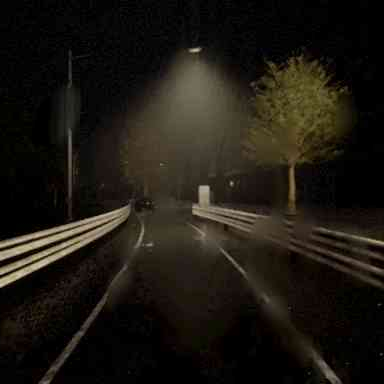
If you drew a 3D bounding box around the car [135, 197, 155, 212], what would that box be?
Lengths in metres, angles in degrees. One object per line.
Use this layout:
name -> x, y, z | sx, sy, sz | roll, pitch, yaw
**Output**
car -> -6.635, 1.652, 46.492 | 2.150, 2.045, 5.566 | 0, 0, -17
